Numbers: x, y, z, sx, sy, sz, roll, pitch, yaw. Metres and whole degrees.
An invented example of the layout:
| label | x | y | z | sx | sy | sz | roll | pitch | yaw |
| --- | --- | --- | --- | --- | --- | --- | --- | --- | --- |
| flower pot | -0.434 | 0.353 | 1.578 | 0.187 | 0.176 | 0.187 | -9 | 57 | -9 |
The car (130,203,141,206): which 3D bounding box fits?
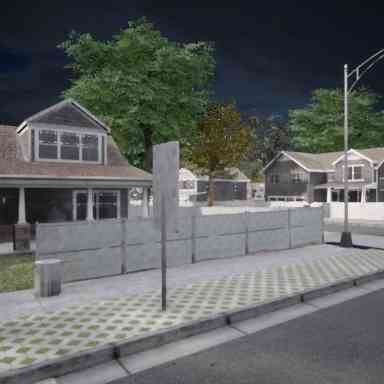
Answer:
| label | x | y | z | sx | sy | sz | roll | pitch | yaw |
| --- | --- | --- | --- | --- | --- | --- | --- | --- | --- |
| car | -7.774 | 2.172 | 43.775 | 1.812 | 1.442 | 4.674 | 0 | -1 | -35 |
